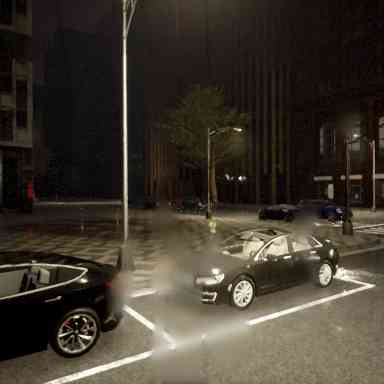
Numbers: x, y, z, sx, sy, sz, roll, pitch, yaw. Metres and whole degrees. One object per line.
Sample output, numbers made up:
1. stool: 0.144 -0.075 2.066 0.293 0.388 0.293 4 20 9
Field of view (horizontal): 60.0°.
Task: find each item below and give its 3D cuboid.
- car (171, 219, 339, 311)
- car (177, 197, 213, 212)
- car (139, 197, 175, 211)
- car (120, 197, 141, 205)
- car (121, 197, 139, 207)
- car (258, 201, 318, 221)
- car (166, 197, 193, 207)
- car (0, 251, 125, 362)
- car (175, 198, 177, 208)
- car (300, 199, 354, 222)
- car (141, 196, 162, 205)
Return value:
1. car: 1.597 1.552 7.654 4.403 1.369 2.008 0 0 -34
2. car: 0.574 1.455 41.046 2.097 1.767 4.553 0 0 -35
3. car: -4.552 1.482 42.765 2.097 1.767 4.553 0 0 -34
4. car: -12.121 1.715 65.516 2.033 1.411 5.357 0 0 -35
5. car: -9.771 1.668 56.210 1.882 1.535 5.008 0 0 -35
6. car: 7.137 1.635 25.802 1.994 1.385 4.181 0 0 -35
7. car: -2.138 1.661 56.659 2.033 1.411 5.357 0 0 -34
8. car: -3.050 1.566 4.463 4.313 1.339 1.947 0 0 -34
9. car: -0.947 1.461 49.315 2.097 1.767 4.553 0 0 -35
10. car: 10.486 1.408 26.710 2.097 1.767 4.553 0 0 -35
11. car: -7.969 1.636 65.046 2.128 1.511 4.902 0 0 -35
